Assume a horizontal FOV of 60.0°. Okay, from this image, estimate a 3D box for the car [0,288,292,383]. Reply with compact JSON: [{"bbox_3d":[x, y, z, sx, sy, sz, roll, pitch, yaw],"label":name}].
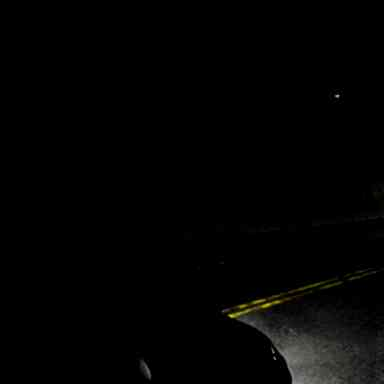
[{"bbox_3d":[-1.099,1.561,2.691,4.181,1.385,1.994,-1,0,-36],"label":"car"}]
